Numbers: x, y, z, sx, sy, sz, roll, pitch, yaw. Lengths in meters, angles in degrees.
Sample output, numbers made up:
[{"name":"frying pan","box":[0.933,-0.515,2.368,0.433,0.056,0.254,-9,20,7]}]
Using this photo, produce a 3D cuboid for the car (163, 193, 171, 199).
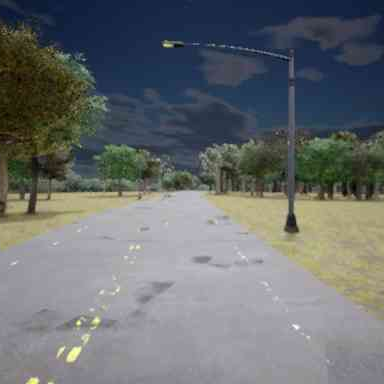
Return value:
[{"name":"car","box":[-6.797,1.031,90.305,1.812,1.442,4.674,0,1,1]}]
